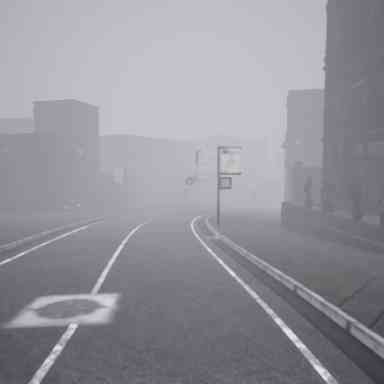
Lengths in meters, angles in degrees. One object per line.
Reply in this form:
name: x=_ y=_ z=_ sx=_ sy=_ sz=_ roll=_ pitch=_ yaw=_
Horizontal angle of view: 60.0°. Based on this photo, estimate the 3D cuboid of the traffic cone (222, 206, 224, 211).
traffic cone: x=4.158 y=2.196 z=45.135 sx=0.340 sy=0.580 sz=0.340 roll=5 pitch=4 yaw=16

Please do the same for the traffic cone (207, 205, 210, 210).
traffic cone: x=2.254 y=2.115 z=45.704 sx=0.340 sy=0.580 sz=0.340 roll=6 pitch=6 yaw=17

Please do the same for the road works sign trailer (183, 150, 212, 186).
road works sign trailer: x=0.744 y=-2.492 z=34.269 sx=2.880 sy=3.560 sz=2.380 roll=4 pitch=4 yaw=4
